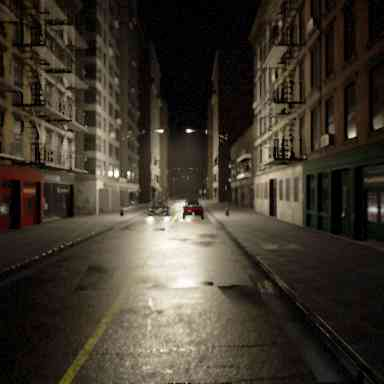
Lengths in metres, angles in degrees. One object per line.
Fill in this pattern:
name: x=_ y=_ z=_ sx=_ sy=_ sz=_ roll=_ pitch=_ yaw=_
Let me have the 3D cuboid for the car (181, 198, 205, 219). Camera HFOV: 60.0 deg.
car: x=0.098 y=1.552 z=29.632 sx=1.837 sy=1.490 sz=4.892 roll=0 pitch=0 yaw=0

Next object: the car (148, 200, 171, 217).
car: x=-3.096 y=1.556 z=32.559 sx=1.837 sy=1.490 sz=4.892 roll=0 pitch=0 yaw=0

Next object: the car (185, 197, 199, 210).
car: x=0.048 y=1.547 z=46.001 sx=1.882 sy=1.535 sz=5.008 roll=0 pitch=0 yaw=1
